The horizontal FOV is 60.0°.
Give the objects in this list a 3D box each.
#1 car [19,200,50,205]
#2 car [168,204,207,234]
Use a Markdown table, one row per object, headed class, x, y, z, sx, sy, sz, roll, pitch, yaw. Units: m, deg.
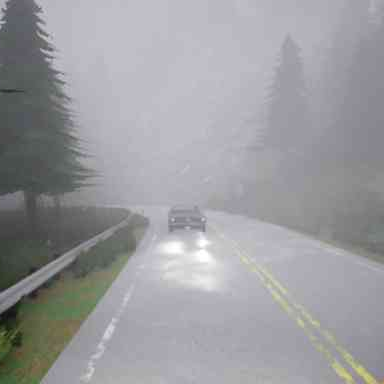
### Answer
| class | x | y | z | sx | sy | sz | roll | pitch | yaw |
| --- | --- | --- | --- | --- | --- | --- | --- | --- | --- |
| car | -21.207 | 1.690 | 44.777 | 4.902 | 1.511 | 2.128 | -2 | 4 | 29 |
| car | -0.326 | 1.347 | 17.811 | 1.895 | 1.301 | 4.718 | 0 | 1 | -4 |
